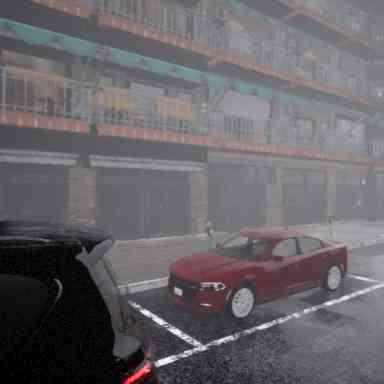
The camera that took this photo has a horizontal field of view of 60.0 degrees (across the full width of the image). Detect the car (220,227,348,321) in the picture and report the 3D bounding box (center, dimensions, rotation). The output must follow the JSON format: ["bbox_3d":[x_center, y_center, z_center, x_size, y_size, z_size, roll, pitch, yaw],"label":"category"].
[{"bbox_3d":[1.581,1.507,7.220,4.507,1.381,1.887,-1,1,-36],"label":"car"}]

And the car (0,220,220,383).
[{"bbox_3d":[-2.747,1.234,1.111,5.566,2.045,2.150,-1,0,-36],"label":"car"}]
